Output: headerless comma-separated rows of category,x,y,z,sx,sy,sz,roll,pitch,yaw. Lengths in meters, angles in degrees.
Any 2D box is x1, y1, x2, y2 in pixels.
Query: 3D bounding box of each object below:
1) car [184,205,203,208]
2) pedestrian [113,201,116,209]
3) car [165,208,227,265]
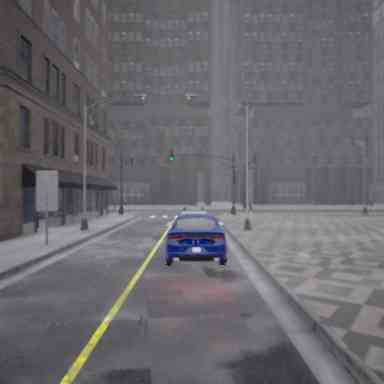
car,0.096,1.678,25.914,1.895,1.301,4.718,0,0,-1
pedestrian,-9.797,1.658,42.241,0.500,1.100,0.500,0,0,1
car,0.126,1.514,11.860,1.882,1.535,5.008,0,-1,0
